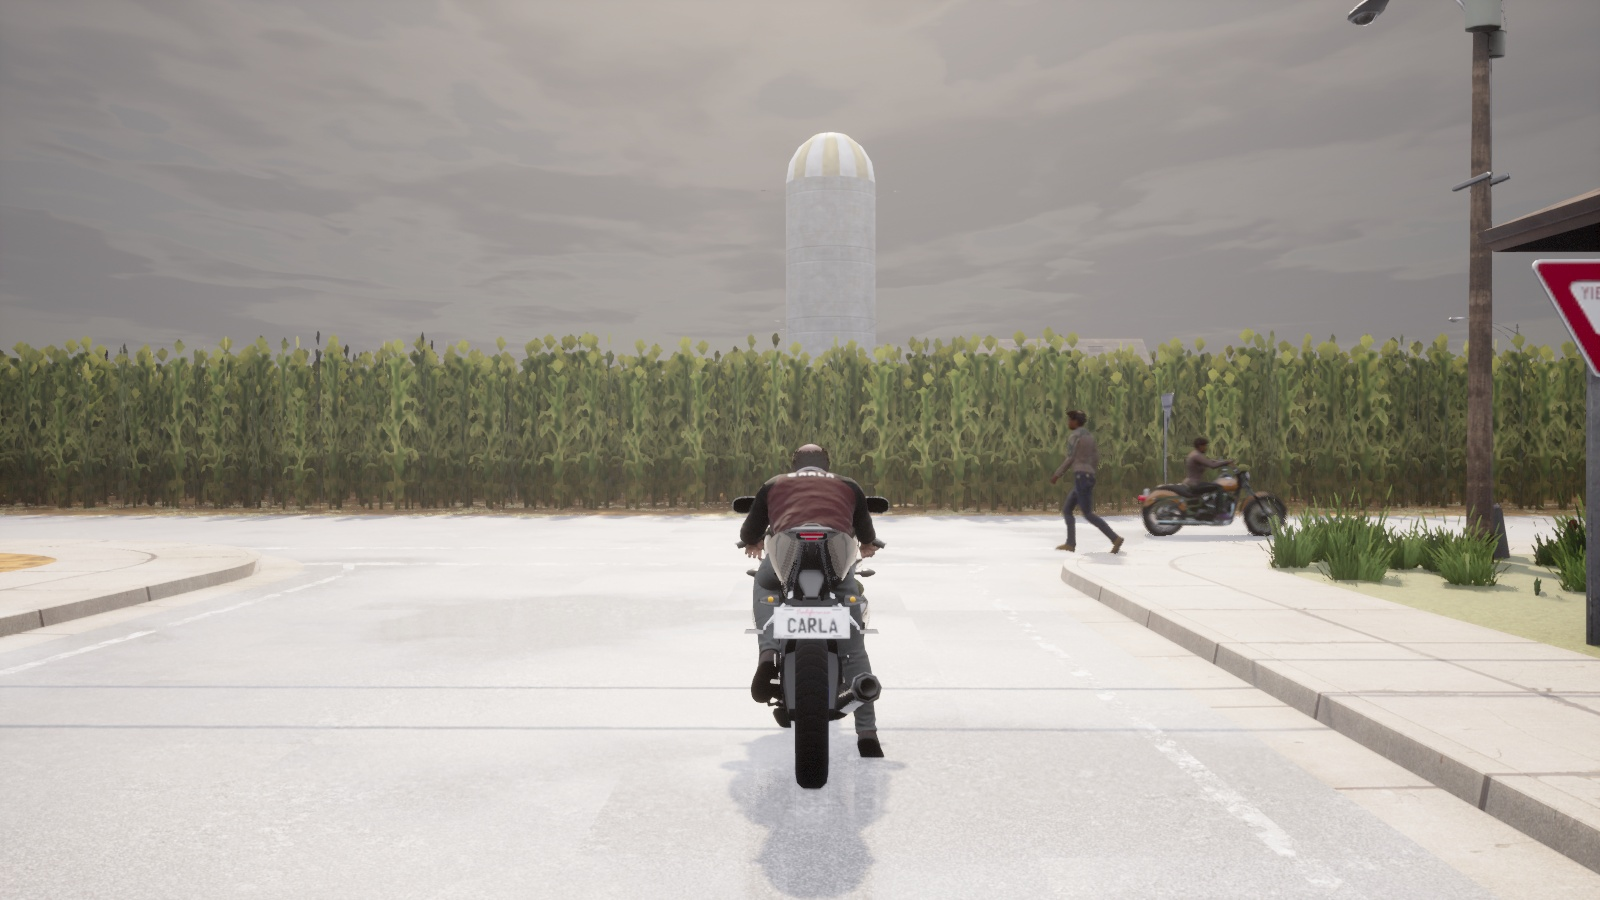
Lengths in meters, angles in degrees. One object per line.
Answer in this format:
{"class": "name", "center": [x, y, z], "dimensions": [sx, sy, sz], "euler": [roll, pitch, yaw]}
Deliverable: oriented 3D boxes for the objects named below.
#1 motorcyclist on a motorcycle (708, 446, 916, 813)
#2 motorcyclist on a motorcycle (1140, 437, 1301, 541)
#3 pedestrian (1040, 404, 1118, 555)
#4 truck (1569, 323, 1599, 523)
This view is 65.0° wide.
{"class": "motorcyclist on a motorcycle", "center": [0.055, 0.746, 6.339], "dimensions": [0.866, 1.530, 2.191], "euler": [0, 0, 0]}
{"class": "motorcyclist on a motorcycle", "center": [6.770, 0.615, 20.302], "dimensions": [2.350, 1.649, 0.766], "euler": [0, 0, 1]}
{"class": "pedestrian", "center": [3.420, 0.353, 15.423], "dimensions": [0.869, 1.805, 0.328], "euler": [0, 0, 31]}
{"class": "truck", "center": [19.560, -0.508, 23.523], "dimensions": [8.468, 3.827, 2.891], "euler": [0, 0, 1]}
